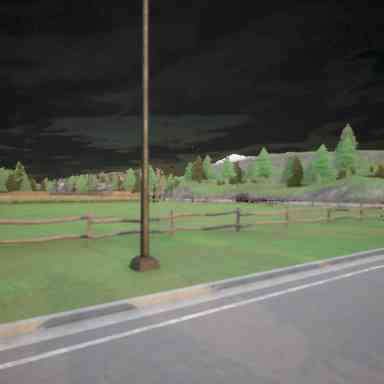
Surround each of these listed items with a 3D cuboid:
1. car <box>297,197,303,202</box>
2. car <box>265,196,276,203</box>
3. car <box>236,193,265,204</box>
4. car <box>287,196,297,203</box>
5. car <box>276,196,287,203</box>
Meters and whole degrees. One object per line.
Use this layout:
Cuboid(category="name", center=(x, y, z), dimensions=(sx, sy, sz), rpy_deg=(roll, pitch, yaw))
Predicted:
Cuboid(category="car", center=(22.614, 1.626, 74.205), dimensions=(1.994, 1.385, 4.181), rpy_deg=(0, 0, -36))
Cuboid(category="car", center=(14.154, 1.657, 67.985), dimensions=(1.895, 1.301, 4.718), rpy_deg=(0, 0, -36))
Cuboid(category="car", center=(11.166, 1.278, 66.135), dimensions=(2.150, 2.045, 5.566), rpy_deg=(0, 0, -36))
Cuboid(category="car", center=(19.788, 1.594, 72.140), dimensions=(1.812, 1.442, 4.674), rpy_deg=(0, 0, -36))
Cuboid(category="car", center=(16.962, 1.566, 70.075), dimensions=(1.837, 1.490, 4.892), rpy_deg=(0, 0, -36))
